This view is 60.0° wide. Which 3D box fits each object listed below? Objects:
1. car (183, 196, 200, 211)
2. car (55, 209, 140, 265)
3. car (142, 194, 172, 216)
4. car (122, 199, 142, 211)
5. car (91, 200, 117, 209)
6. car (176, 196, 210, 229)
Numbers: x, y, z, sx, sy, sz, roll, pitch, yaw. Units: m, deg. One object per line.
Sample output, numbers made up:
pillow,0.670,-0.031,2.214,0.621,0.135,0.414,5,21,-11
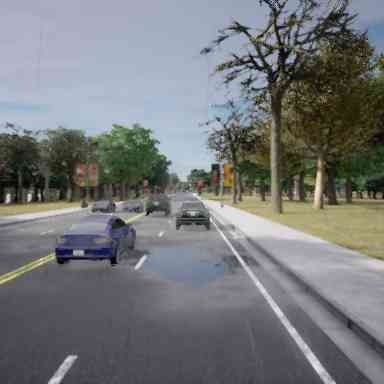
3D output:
car,-0.076,1.379,42.435,2.097,1.767,4.553,0,0,0
car,-3.166,1.529,11.571,1.812,1.442,4.674,0,0,0
car,-3.270,1.239,33.052,2.150,2.045,5.566,0,0,-1
car,-6.638,1.578,37.755,1.837,1.490,4.892,0,0,0
car,-9.888,1.636,37.731,2.033,1.411,5.357,0,0,0
car,0.050,1.361,21.864,2.097,1.767,4.553,0,0,0
